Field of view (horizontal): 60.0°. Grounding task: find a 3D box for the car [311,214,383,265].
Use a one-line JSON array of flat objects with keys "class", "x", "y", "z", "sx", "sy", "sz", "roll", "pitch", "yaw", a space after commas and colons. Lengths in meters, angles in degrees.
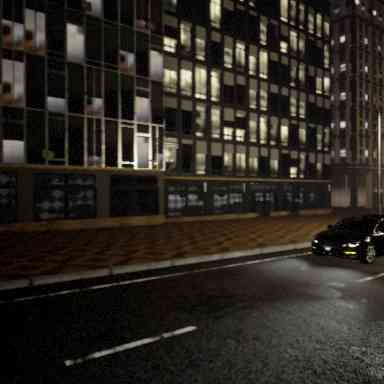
[{"class": "car", "x": 6.396, "y": 1.611, "z": 12.231, "sx": 4.892, "sy": 1.490, "sz": 1.837, "roll": 1, "pitch": 0, "yaw": -35}]
